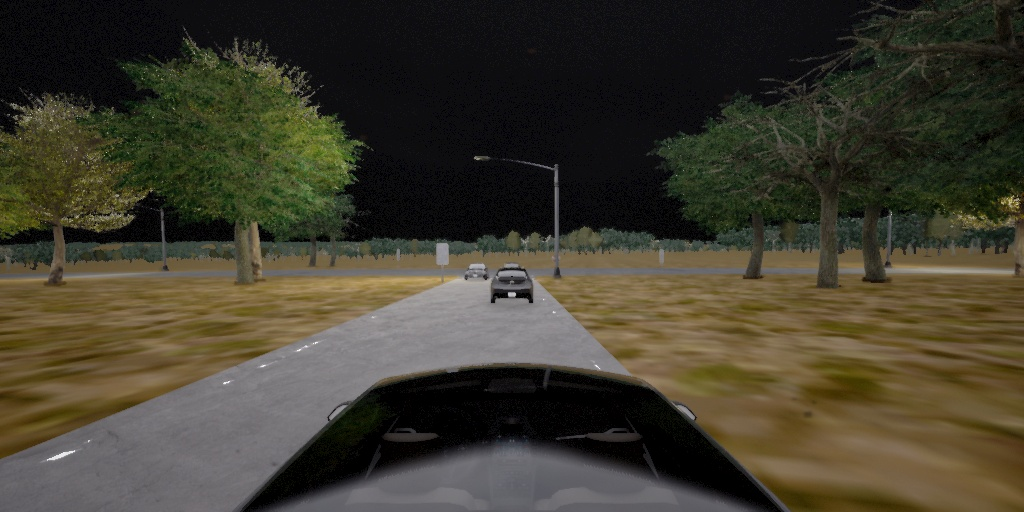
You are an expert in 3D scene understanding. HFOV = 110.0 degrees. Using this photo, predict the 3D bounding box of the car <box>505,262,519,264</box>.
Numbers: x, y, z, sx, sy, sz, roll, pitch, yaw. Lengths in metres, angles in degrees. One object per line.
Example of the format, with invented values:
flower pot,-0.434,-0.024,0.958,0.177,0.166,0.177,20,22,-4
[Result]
car,0.000,1.303,31.526,1.837,1.490,4.892,0,0,0

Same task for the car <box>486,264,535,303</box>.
car,0.000,1.274,16.514,1.837,1.490,4.892,0,0,0

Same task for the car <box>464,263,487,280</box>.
car,-3.000,1.346,31.527,1.812,1.442,4.674,0,0,0
